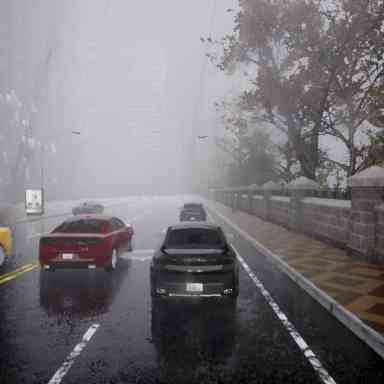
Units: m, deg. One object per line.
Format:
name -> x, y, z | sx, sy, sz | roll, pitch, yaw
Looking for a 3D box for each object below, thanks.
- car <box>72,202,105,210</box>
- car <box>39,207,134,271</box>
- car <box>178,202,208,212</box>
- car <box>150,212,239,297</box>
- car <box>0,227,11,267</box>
car -> -9.842, 1.602, 31.789 | 1.895, 1.301, 4.718 | 0, 0, 0
car -> -3.151, 1.475, 10.887 | 1.882, 1.535, 5.008 | 0, 0, 0
car -> 0.072, 1.504, 24.212 | 1.837, 1.490, 4.892 | 0, 0, 0
car -> 0.067, 1.503, 8.529 | 1.837, 1.490, 4.892 | 0, 0, 0
car -> -6.601, 1.476, 8.350 | 1.882, 1.535, 5.008 | 0, 0, 0
